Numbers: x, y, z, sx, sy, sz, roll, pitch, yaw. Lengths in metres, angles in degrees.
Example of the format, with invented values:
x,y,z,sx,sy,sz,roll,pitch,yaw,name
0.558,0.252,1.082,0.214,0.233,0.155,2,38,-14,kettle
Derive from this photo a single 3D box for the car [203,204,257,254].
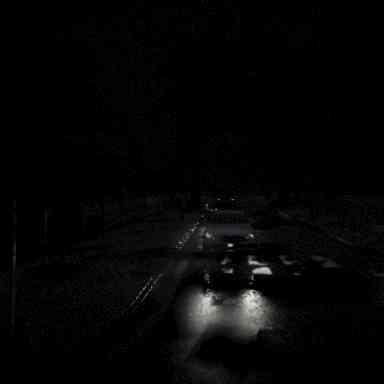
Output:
x,y,z,sx,sy,sz,roll,pitch,yaw,name
1.455,1.415,13.099,1.812,1.442,4.674,0,1,5,car

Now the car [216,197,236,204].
x,y,z,sx,sy,sz,roll,pitch,yaw,name
2.663,1.332,25.962,1.895,1.301,4.718,0,1,5,car

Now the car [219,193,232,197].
x,y,z,sx,sy,sz,roll,pitch,yaw,name
3.857,0.927,38.591,2.097,1.767,4.553,0,1,6,car
